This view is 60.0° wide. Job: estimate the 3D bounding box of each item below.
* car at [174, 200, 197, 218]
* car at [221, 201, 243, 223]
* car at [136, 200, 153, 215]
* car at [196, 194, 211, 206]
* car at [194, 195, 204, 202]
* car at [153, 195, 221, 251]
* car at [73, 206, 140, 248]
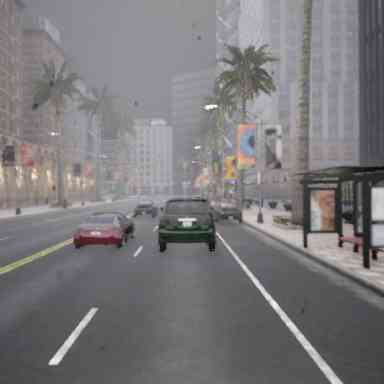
[{"bbox_3d":[-0.636,1.524,31.004,1.994,1.385,4.181,0,0,-1],"label":"car"},{"bbox_3d":[2.518,1.432,24.513,2.231,1.521,4.892,0,0,-1],"label":"car"},{"bbox_3d":[-4.121,1.486,30.361,1.837,1.490,4.892,0,0,-1],"label":"car"},{"bbox_3d":[1.804,1.268,53.880,2.185,1.767,4.553,0,0,-1],"label":"car"},{"bbox_3d":[1.573,1.397,75.810,2.161,1.482,4.786,0,0,-1],"label":"car"},{"bbox_3d":[-0.222,1.203,14.204,2.150,2.045,5.566,0,0,-1],"label":"car"},{"bbox_3d":[-3.738,1.564,14.816,1.994,1.385,4.181,0,0,-1],"label":"car"}]
